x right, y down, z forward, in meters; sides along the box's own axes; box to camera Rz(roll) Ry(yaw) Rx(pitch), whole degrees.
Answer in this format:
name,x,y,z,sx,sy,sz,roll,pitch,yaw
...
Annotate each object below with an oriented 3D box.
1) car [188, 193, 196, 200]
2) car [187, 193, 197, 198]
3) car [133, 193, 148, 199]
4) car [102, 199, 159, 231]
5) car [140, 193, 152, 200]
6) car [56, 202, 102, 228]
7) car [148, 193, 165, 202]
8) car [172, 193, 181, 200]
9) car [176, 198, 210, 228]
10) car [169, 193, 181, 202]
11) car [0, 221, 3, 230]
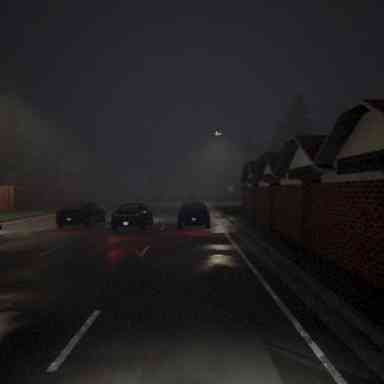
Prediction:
name,x,y,z,sx,sy,sz,roll,pitch,yaw
car,-0.004,0.939,76.055,1.837,1.490,4.892,0,0,0
car,-0.003,1.139,65.636,2.128,1.511,4.902,0,0,0
car,-10.503,1.169,66.051,1.812,1.442,4.674,0,0,0
car,-3.401,1.386,19.510,2.128,1.511,4.902,0,0,0
car,-10.504,0.964,76.054,2.128,1.511,4.902,0,0,0
car,-6.900,1.363,21.114,1.882,1.535,5.008,0,0,0
car,-7.003,1.150,65.636,1.837,1.490,4.892,0,0,0
car,-3.504,0.979,76.055,2.033,1.411,5.357,0,0,0
car,0.099,1.363,21.121,1.882,1.535,5.008,0,0,0
car,-3.503,1.170,66.053,1.812,1.442,4.674,0,0,0
car,-10.400,1.470,14.207,2.033,1.411,5.357,0,0,0
